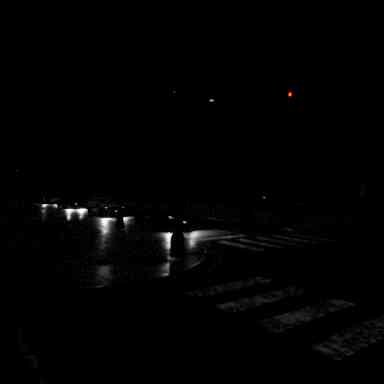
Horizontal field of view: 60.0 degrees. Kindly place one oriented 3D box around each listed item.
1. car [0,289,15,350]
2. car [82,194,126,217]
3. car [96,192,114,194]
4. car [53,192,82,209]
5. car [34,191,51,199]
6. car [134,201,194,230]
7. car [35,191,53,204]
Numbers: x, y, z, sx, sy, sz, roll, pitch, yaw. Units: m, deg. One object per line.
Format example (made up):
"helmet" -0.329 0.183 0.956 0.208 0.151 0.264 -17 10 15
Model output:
"car" -4.580 1.514 3.395 4.829 1.417 1.752 0 0 -35
"car" -6.992 1.118 26.806 1.812 1.442 4.674 1 1 -35
"car" -9.704 0.803 36.092 2.097 1.767 4.553 1 1 -36
"car" -12.755 0.978 34.853 1.994 1.385 4.181 0 1 -36
"car" -27.207 0.548 60.532 1.895 1.301 4.718 1 1 -36
"car" -1.775 1.286 19.518 1.812 1.442 4.674 0 1 -37
"car" -18.729 0.740 43.342 1.837 1.490 4.892 1 1 -32
